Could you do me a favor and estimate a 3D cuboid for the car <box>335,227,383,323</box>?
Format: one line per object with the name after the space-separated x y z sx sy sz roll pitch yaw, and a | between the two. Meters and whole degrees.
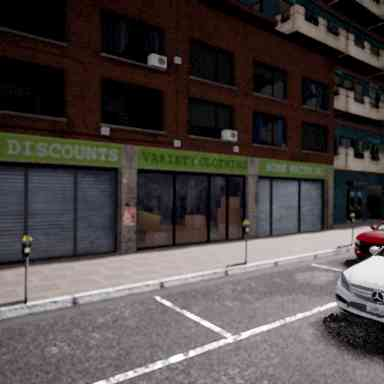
4.710 1.526 6.430 4.674 1.442 1.812 0 0 -36 | car

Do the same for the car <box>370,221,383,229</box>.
7.280 1.546 11.282 4.507 1.381 1.887 0 1 -35 | car
